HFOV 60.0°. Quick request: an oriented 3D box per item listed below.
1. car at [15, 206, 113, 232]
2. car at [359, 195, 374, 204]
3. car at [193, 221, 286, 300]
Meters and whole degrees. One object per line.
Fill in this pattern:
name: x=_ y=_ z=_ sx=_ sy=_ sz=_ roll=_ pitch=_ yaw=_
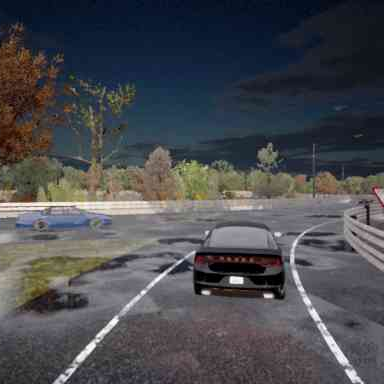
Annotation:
car: x=-7.603 y=1.537 z=20.020 sx=5.357 sy=1.411 sz=2.033 roll=0 pitch=0 yaw=-23
car: x=32.248 y=1.575 z=61.296 sx=1.895 sy=1.301 sz=4.718 roll=0 pitch=0 yaw=36
car: x=1.274 y=1.474 z=8.555 sx=1.882 sy=1.535 sz=5.008 roll=0 pitch=0 yaw=11
